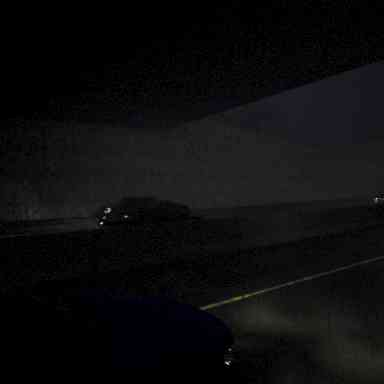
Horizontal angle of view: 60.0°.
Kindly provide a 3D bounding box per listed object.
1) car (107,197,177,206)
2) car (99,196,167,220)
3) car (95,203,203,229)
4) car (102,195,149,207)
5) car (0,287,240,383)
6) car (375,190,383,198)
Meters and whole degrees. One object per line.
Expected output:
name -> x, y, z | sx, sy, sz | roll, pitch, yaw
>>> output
car -> -2.255, 1.256, 19.567 | 4.902, 1.511, 2.128 | -2, 1, -35
car -> -4.621, 1.190, 26.474 | 5.008, 1.535, 1.882 | -2, 1, -35
car -> -1.876, 1.416, 15.542 | 4.718, 1.301, 1.895 | -2, 1, -35
car -> -4.192, 1.113, 22.484 | 4.553, 1.767, 2.097 | -2, 1, -35
car -> -1.858, 1.483, 2.420 | 5.008, 1.535, 1.882 | -2, 1, -35
car -> 30.322, 0.243, 51.205 | 5.357, 1.411, 2.033 | -2, 1, -35
